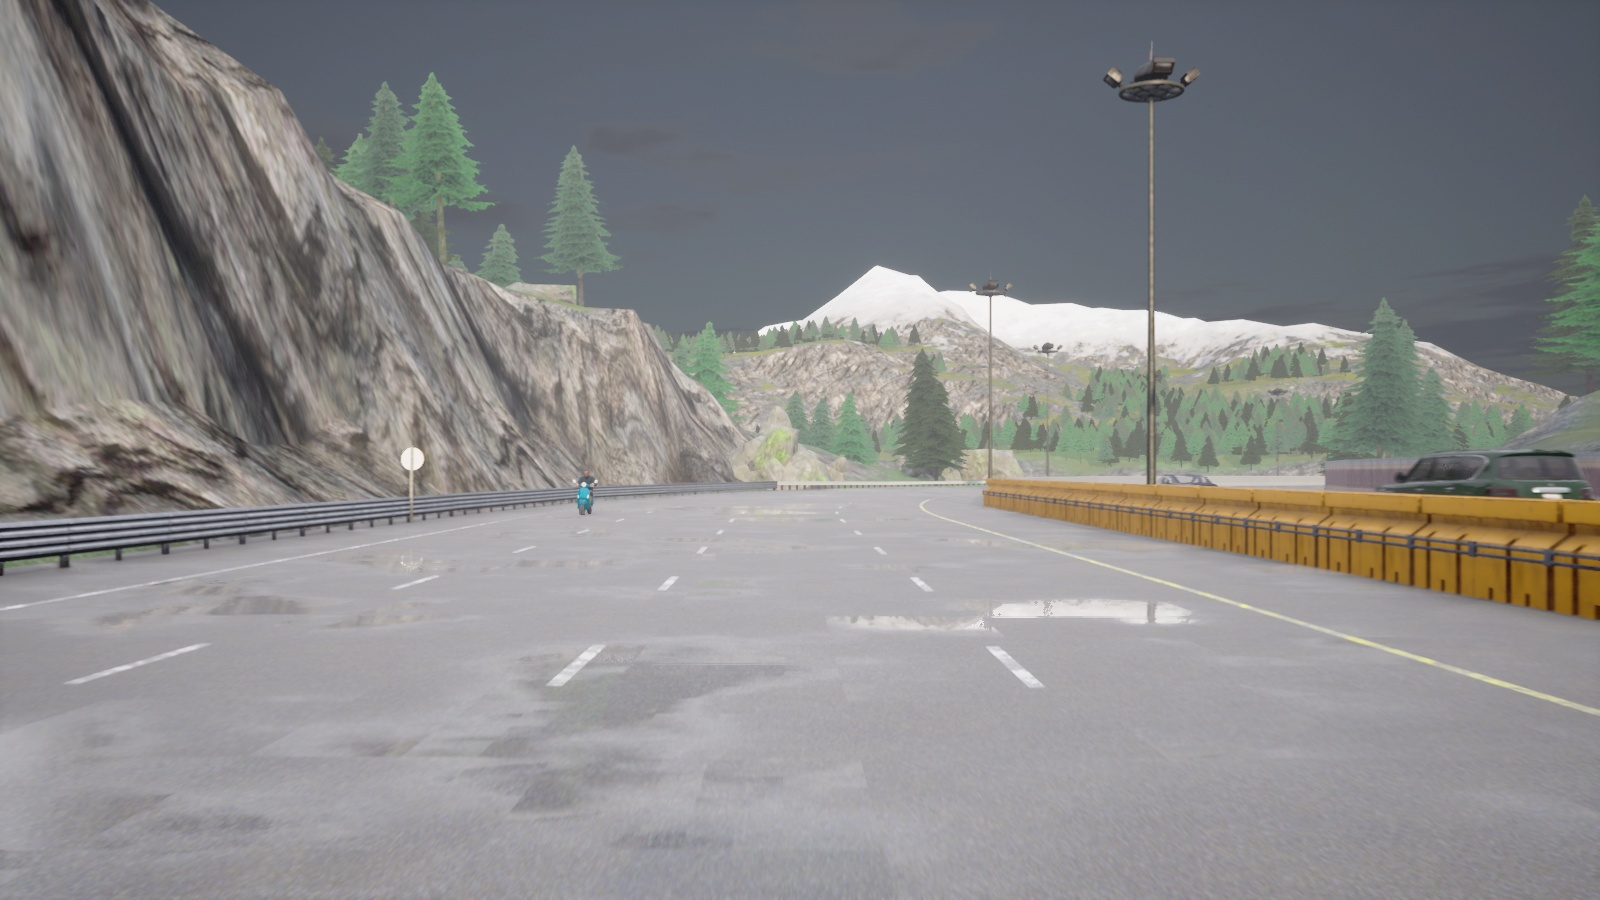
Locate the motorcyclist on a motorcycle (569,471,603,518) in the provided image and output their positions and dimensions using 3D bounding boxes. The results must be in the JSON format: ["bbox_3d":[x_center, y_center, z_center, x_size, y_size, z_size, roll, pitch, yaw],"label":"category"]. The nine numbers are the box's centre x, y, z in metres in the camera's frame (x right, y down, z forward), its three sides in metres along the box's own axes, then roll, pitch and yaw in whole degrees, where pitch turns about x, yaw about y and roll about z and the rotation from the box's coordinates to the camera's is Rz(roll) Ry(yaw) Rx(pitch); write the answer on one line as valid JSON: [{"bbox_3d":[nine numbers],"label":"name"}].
[{"bbox_3d":[-7.368,1.521,43.299,0.866,1.590,1.817,0,-1,0],"label":"motorcyclist on a motorcycle"}]

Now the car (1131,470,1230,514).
[{"bbox_3d":[13.623,1.473,45.278,2.128,1.511,4.902,0,-1,1],"label":"car"}]

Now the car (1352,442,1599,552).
[{"bbox_3d":[13.825,0.915,26.128,2.150,2.045,5.566,0,-1,-1],"label":"car"}]
